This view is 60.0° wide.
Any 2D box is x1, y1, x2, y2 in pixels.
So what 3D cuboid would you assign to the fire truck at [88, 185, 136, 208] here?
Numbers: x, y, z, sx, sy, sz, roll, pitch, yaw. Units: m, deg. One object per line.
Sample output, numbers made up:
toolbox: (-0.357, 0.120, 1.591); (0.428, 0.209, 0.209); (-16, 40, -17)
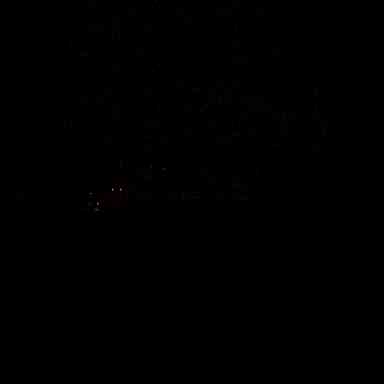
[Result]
fire truck: (-13.667, 0.810, 57.686); (2.891, 3.827, 8.468); (1, 0, 35)
